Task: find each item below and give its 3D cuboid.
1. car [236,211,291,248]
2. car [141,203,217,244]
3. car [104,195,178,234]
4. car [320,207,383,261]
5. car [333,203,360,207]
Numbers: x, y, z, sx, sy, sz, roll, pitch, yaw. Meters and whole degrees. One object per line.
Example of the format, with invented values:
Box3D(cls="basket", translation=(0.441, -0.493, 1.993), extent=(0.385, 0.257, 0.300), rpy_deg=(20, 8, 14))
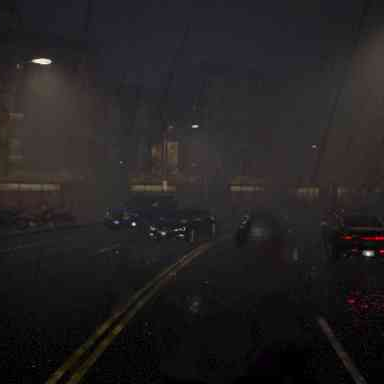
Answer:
Box3D(cls="car", translation=(3.322, 1.555, 15.026), extent=(1.994, 1.385, 4.181), rpy_deg=(0, 0, 21))
Box3D(cls="car", translation=(-0.253, 1.480, 15.951), extent=(1.837, 1.490, 4.892), rpy_deg=(0, 0, 23))
Box3D(cls="car", translation=(-2.652, 1.183, 19.383), extent=(2.150, 2.045, 5.566), rpy_deg=(0, 0, 26))
Box3D(cls="car", translation=(5.830, 1.511, 11.918), extent=(1.837, 1.490, 4.892), rpy_deg=(0, 0, 18))
Box3D(cls="car", translation=(13.717, 1.613, 29.066), extent=(4.718, 1.301, 1.895), rpy_deg=(0, 0, -39))
